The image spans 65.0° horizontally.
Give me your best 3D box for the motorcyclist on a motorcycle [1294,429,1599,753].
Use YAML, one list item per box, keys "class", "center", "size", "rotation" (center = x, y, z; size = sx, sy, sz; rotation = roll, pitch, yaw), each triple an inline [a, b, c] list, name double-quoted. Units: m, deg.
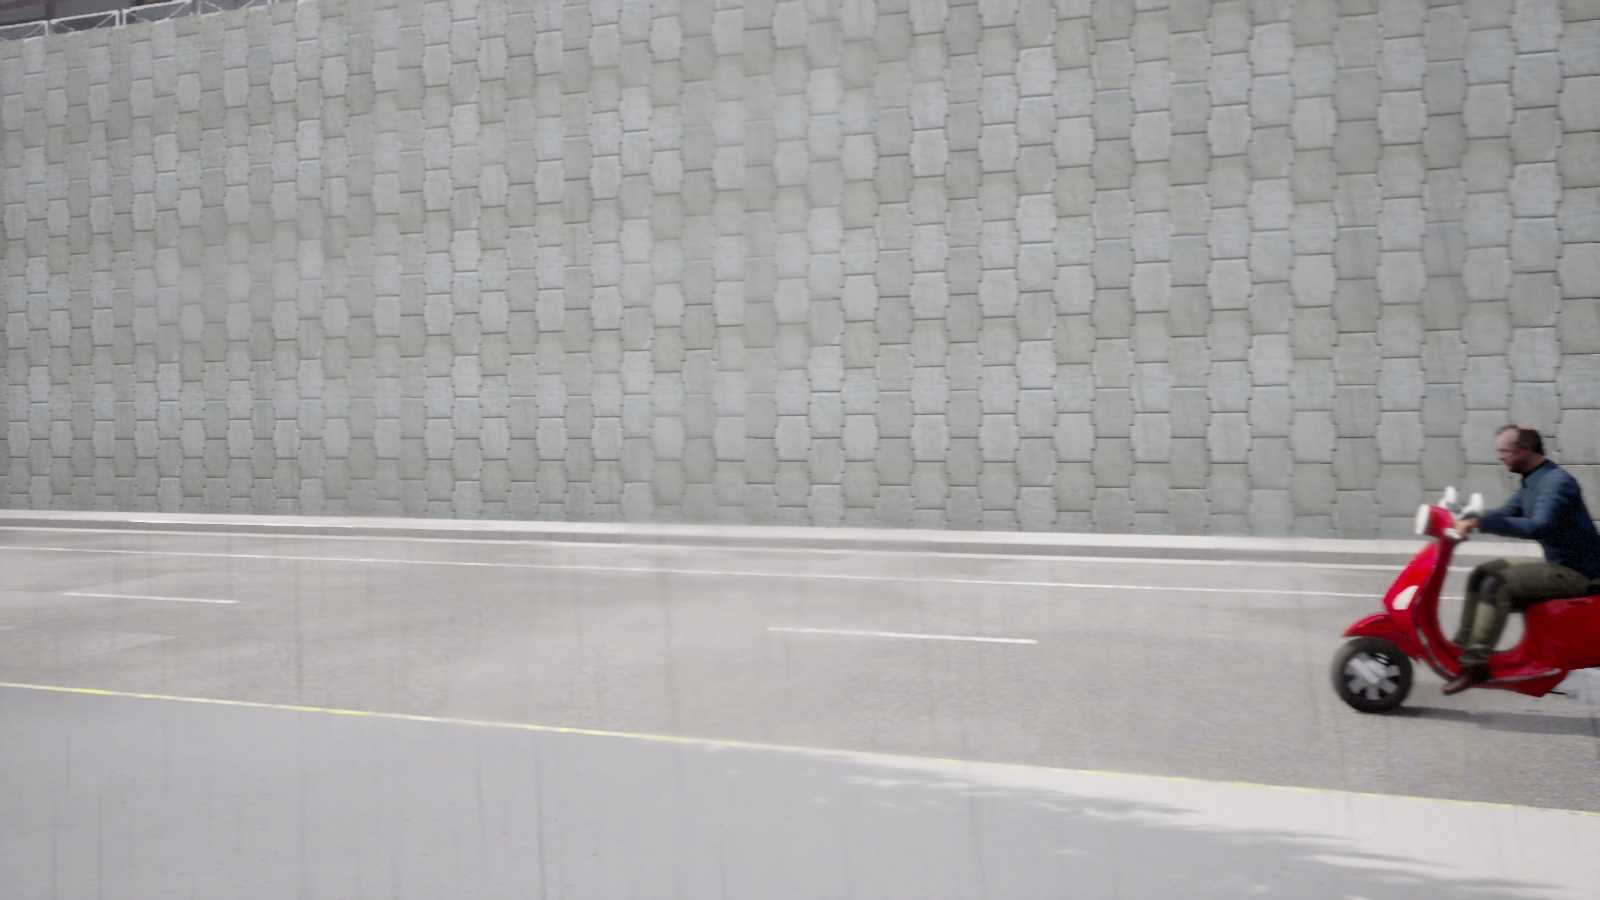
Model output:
- class: "motorcyclist on a motorcycle"
  center: [3.649, 0.686, 6.712]
  size: [1.817, 1.590, 0.866]
  rotation: [1, 1, 19]
